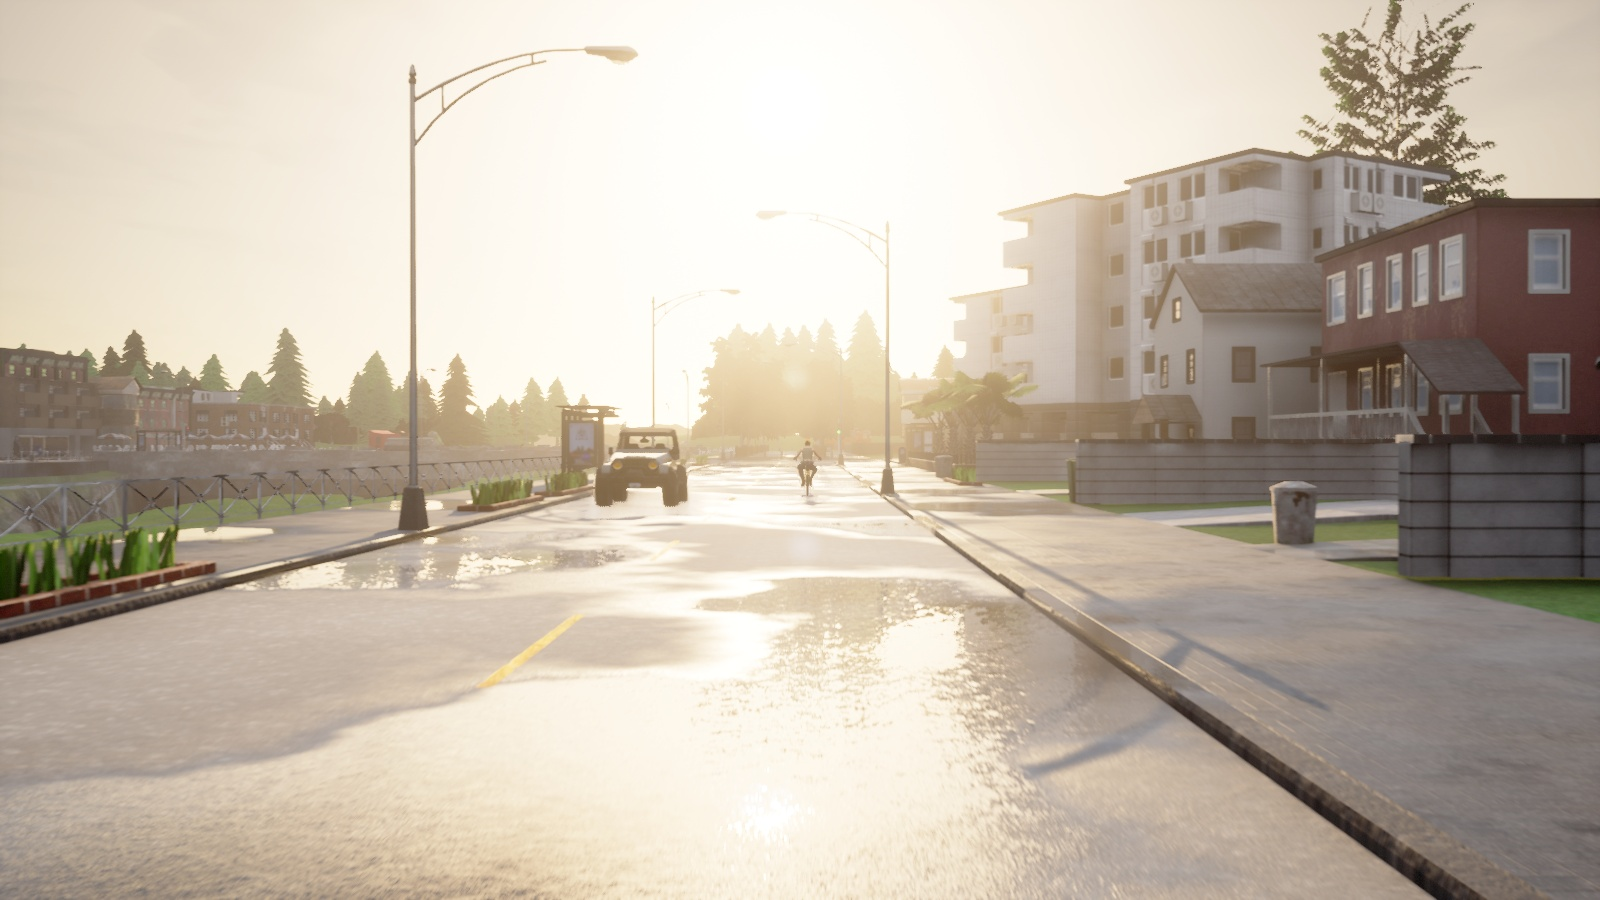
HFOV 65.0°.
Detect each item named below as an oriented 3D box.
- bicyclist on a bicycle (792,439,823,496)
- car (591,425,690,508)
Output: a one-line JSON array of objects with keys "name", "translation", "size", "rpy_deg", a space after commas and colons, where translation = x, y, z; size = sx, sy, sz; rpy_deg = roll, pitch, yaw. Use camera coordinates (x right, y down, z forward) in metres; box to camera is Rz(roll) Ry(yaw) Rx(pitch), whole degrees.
[{"name": "bicyclist on a bicycle", "translation": [0.218, 0.479, 36.174], "size": [0.866, 1.612, 1.509], "rpy_deg": [0, 0, 0]}, {"name": "car", "translation": [-3.812, 0.367, 30.588], "size": [1.905, 1.878, 3.866], "rpy_deg": [0, 0, 0]}]
